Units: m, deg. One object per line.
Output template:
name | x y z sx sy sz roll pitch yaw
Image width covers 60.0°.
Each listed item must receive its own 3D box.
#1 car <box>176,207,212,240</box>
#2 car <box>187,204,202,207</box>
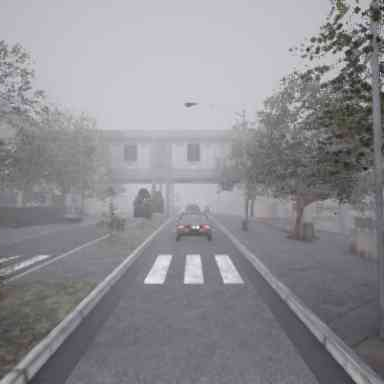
car | 0.088 1.728 18.039 2.033 1.411 5.357 0 -1 0
car | 0.085 2.274 42.187 1.837 1.490 4.892 0 -2 0
